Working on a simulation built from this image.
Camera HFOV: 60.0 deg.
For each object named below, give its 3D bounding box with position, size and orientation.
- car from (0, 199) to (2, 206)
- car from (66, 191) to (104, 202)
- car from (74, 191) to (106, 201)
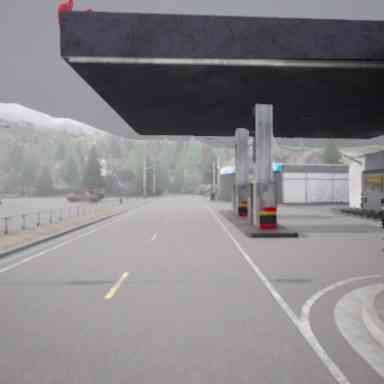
[{"bbox_3d":[-23.968,0.943,38.419,3.633,1.501,1.845,0,1,0],"label":"car"},{"bbox_3d":[-16.338,0.730,50.292,5.027,1.636,2.152,0,1,0],"label":"car"},{"bbox_3d":[-16.402,0.694,53.429,4.514,1.523,2.007,0,1,0],"label":"car"}]
